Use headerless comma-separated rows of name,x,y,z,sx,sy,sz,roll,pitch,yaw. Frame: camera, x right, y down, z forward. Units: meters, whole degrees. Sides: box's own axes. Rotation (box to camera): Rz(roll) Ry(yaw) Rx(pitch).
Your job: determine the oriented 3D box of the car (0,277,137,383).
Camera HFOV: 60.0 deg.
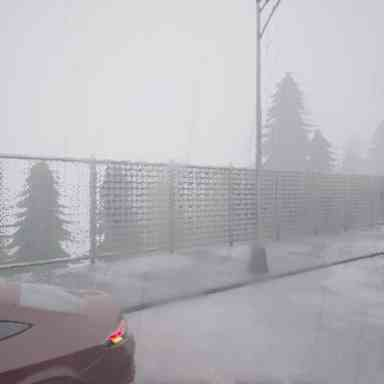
car,-2.733,1.526,2.630,4.674,1.442,1.812,0,0,-35
